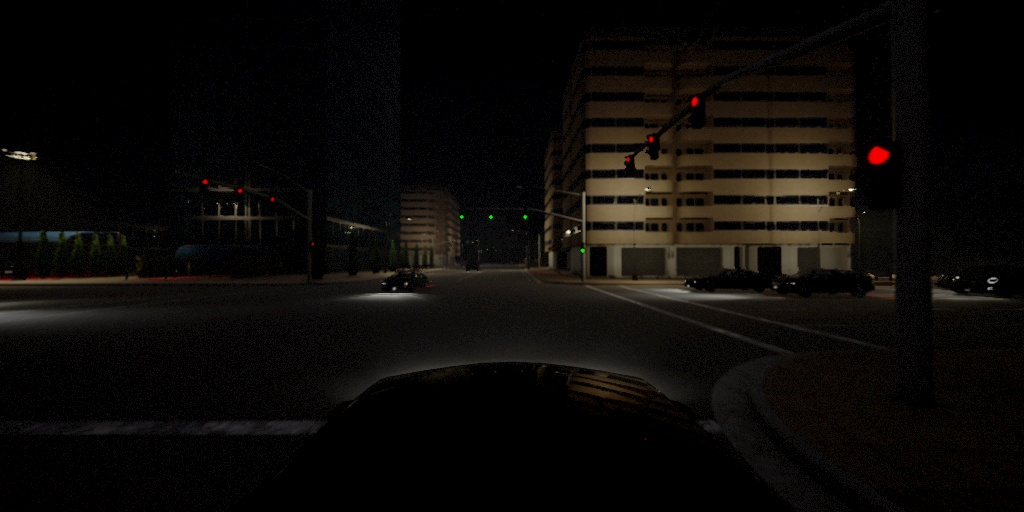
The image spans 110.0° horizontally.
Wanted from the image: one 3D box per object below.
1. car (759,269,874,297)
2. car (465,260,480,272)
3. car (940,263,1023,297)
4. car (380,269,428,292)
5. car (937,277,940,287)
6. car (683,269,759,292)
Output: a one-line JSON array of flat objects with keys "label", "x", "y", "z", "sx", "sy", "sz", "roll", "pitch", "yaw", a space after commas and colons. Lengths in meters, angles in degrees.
[{"label": "car", "x": 16.957, "y": 1.452, "z": 19.777, "sx": 4.902, "sy": 1.511, "sz": 2.128, "roll": 0, "pitch": -1, "yaw": -1}, {"label": "car", "x": -6.993, "y": 1.725, "z": 63.842, "sx": 2.150, "sy": 2.045, "sz": 5.566, "roll": 0, "pitch": 1, "yaw": 0}, {"label": "car", "x": 27.399, "y": 1.316, "z": 19.870, "sx": 4.553, "sy": 1.767, "sz": 2.097, "roll": 0, "pitch": -1, "yaw": -1}, {"label": "car", "x": -7.010, "y": 1.586, "z": 24.014, "sx": 2.033, "sy": 1.411, "sz": 5.357, "roll": 0, "pitch": -1, "yaw": 0}, {"label": "car", "x": 30.853, "y": 1.353, "z": 23.386, "sx": 4.553, "sy": 1.767, "sz": 2.097, "roll": 0, "pitch": -1, "yaw": 0}, {"label": "car", "x": 14.106, "y": 1.549, "z": 23.214, "sx": 5.357, "sy": 1.411, "sz": 2.033, "roll": 0, "pitch": -1, "yaw": 2}]
